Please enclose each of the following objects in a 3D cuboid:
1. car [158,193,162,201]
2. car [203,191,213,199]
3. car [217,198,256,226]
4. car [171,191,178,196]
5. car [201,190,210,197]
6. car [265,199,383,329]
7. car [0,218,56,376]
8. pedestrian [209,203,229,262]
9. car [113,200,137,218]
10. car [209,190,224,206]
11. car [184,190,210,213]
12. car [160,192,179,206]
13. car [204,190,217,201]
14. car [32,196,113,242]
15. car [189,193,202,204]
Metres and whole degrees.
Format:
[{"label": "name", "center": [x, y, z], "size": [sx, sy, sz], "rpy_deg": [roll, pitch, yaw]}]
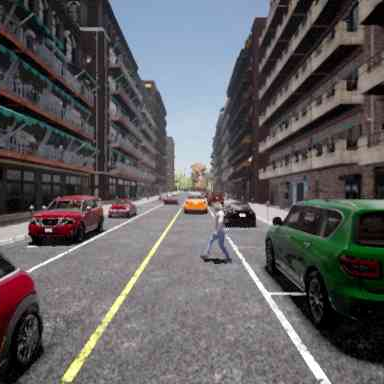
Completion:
[{"label": "car", "center": [-5.136, 0.859, 59.948], "size": [2.008, 1.369, 4.403], "rpy_deg": [1, 1, 1]}, {"label": "car", "center": [3.346, 0.625, 70.973], "size": [1.967, 1.590, 4.097], "rpy_deg": [1, 1, 1]}, {"label": "car", "center": [2.889, 1.322, 20.868], "size": [1.947, 1.339, 4.313], "rpy_deg": [1, 1, 1]}, {"label": "car", "center": [-4.833, 0.461, 93.182], "size": [1.752, 1.417, 4.829], "rpy_deg": [1, 1, 1]}, {"label": "car", "center": [3.501, 0.312, 87.674], "size": [2.192, 1.841, 5.009], "rpy_deg": [1, 1, 1]}, {"label": "car", "center": [3.062, 1.143, 6.892], "size": [2.150, 2.045, 5.566], "rpy_deg": [0, 1, 1]}, {"label": "car", "center": [-3.078, 1.320, 2.552], "size": [2.097, 1.767, 4.553], "rpy_deg": [0, 1, 1]}, {"label": "pedestrian", "center": [0.822, 1.173, 10.059], "size": [0.375, 1.860, 0.375], "rpy_deg": [1, 0, -2]}, {"label": "car", "center": [-5.440, 1.272, 26.545], "size": [1.802, 1.307, 4.206], "rpy_deg": [1, 1, 1]}, {"label": "car", "center": [3.095, 0.815, 43.135], "size": [2.192, 1.841, 5.009], "rpy_deg": [1, 1, 1]}, {"label": "car", "center": [0.369, 0.982, 31.738], "size": [2.097, 1.767, 4.553], "rpy_deg": [0, 1, 1]}, {"label": "car", "center": [-2.691, 1.090, 44.046], "size": [1.895, 1.301, 4.718], "rpy_deg": [0, 1, 1]}, {"label": "car", "center": [3.247, 0.625, 59.836], "size": [2.192, 1.841, 5.009], "rpy_deg": [1, 1, 1]}, {"label": "car", "center": [-5.538, 1.134, 15.407], "size": [2.192, 1.841, 5.009], "rpy_deg": [1, 1, 1]}, {"label": "car", "center": [0.536, 0.904, 49.642], "size": [1.882, 1.535, 5.008], "rpy_deg": [0, 0, 1]}]
